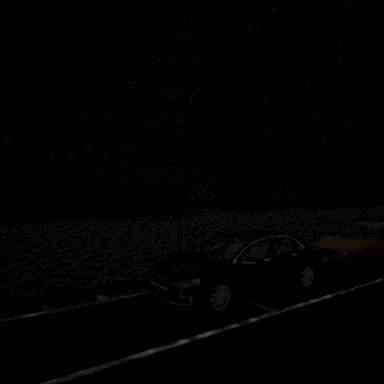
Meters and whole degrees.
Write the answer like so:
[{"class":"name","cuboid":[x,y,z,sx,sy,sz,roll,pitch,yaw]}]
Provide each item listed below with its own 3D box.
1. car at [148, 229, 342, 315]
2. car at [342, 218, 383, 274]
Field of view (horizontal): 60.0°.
[{"class":"car","cuboid":[1.139,1.565,7.470,4.403,1.369,2.008,0,0,-36]},{"class":"car","cuboid":[5.589,1.555,10.652,4.829,1.417,1.752,0,0,-36]}]
